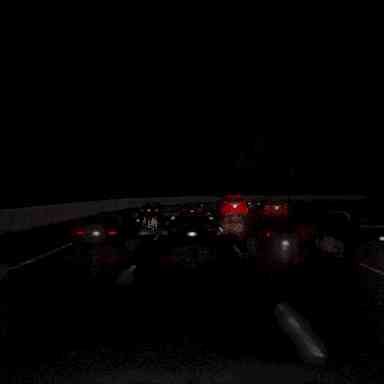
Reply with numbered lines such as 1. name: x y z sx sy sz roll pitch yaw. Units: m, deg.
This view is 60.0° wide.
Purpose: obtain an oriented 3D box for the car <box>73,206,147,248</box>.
1. car: -3.500 1.563 14.650 2.033 1.411 5.357 0 0 0

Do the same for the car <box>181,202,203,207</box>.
1. car: 0.000 1.572 29.650 1.994 1.385 4.181 0 0 0

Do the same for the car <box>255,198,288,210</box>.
1. car: 7.000 1.366 29.620 2.097 1.767 4.553 0 0 0

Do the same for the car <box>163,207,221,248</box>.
1. car: 0.000 1.572 14.650 1.994 1.385 4.181 0 0 0

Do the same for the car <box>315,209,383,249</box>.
1. car: 7.000 1.495 14.650 2.128 1.511 4.902 0 0 0

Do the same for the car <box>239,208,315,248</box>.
1. car: 3.500 1.616 14.680 1.895 1.301 4.718 0 0 0

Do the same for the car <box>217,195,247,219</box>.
1. car: 3.500 1.258 29.680 2.150 2.045 5.566 0 0 0

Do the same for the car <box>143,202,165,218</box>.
1. car: -3.500 1.563 29.650 2.033 1.411 5.357 0 0 0
